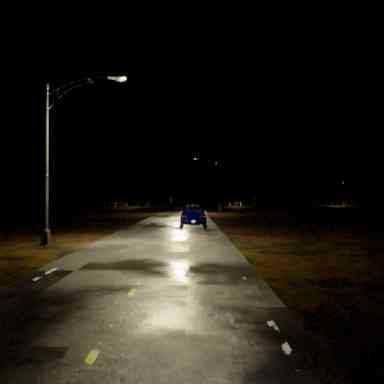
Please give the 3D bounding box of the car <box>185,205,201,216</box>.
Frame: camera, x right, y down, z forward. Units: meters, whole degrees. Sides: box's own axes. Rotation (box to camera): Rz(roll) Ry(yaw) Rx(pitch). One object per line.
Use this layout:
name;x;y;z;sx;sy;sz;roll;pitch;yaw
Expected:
car;0.087;2.263;41.685;1.895;1.301;4.718;0;-1;0

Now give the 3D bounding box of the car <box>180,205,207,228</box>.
car;0.095;1.795;24.076;1.812;1.442;4.674;0;-1;0
